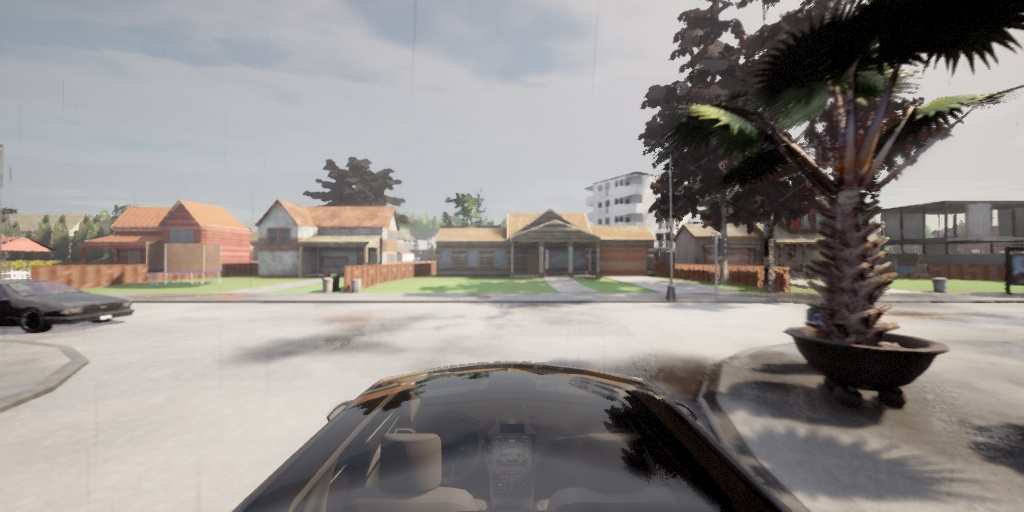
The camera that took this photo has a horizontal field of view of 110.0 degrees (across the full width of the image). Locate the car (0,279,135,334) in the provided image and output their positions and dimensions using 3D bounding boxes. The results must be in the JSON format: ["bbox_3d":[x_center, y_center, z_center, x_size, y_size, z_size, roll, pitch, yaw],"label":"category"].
[{"bbox_3d":[-14.522,1.400,10.494,5.357,1.411,2.033,0,-1,0],"label":"car"}]
